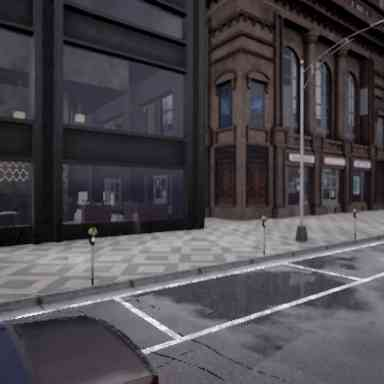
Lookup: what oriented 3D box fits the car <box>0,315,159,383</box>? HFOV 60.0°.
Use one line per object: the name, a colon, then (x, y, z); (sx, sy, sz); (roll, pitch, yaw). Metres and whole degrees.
car: (-2.643, 1.558, 1.479); (5.357, 1.411, 2.033); (-1, 0, -36)
